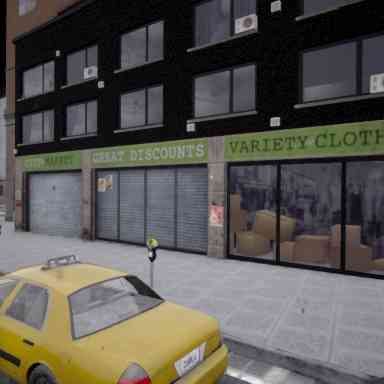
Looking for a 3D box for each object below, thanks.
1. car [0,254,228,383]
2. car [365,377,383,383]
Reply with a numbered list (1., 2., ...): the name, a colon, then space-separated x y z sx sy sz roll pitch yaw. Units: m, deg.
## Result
1. car: -1.892 1.524 4.441 4.829 1.417 1.752 0 1 36
2. car: 2.793 1.551 1.097 4.403 1.369 2.008 0 1 36
